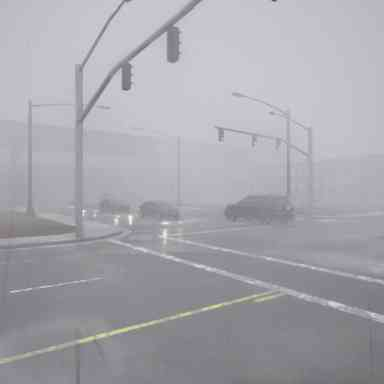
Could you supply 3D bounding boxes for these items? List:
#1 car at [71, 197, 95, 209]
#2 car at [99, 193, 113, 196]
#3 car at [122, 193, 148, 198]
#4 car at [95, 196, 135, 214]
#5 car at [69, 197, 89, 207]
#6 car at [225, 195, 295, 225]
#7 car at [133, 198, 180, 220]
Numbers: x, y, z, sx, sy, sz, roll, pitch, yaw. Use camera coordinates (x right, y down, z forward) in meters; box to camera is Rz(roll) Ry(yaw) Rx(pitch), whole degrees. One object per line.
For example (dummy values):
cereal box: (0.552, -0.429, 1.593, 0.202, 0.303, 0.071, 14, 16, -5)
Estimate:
car: (-14.259, 1.526, 44.295, 1.812, 1.442, 4.674, 0, 0, -32)
car: (-15.013, 1.221, 58.908, 2.150, 2.045, 5.566, 0, 0, 0)
car: (-12.289, 1.222, 69.192, 2.150, 2.045, 5.566, 0, 0, 30)
car: (-8.458, 1.478, 36.008, 1.882, 1.535, 5.008, 0, 0, -36)
car: (-18.304, 1.547, 54.173, 2.033, 1.411, 5.357, 0, 0, -8)
car: (4.809, 1.225, 24.246, 2.150, 2.045, 5.566, 0, 0, -36)
car: (-2.878, 1.505, 28.436, 1.837, 1.490, 4.892, 0, 0, -36)
